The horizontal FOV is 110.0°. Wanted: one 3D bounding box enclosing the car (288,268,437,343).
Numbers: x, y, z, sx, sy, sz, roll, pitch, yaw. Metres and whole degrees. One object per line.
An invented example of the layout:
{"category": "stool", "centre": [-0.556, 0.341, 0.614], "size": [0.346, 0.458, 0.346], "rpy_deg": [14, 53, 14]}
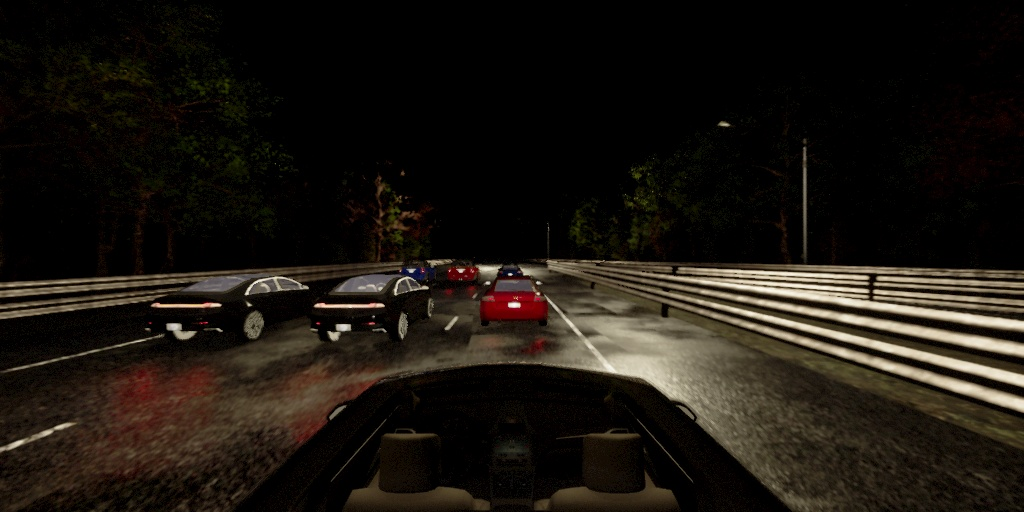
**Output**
{"category": "car", "centre": [-3.437, 1.242, 9.709], "size": [2.128, 1.511, 4.902], "rpy_deg": [0, 0, 0]}

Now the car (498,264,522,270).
{"category": "car", "centre": [-0.158, 1.320, 28.302], "size": [1.994, 1.385, 4.181], "rpy_deg": [0, 0, -1]}

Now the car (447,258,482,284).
{"category": "car", "centre": [-3.644, 1.109, 27.429], "size": [2.097, 1.767, 4.553], "rpy_deg": [0, 0, -1]}

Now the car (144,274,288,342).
{"category": "car", "centre": [-6.936, 1.243, 9.774], "size": [2.128, 1.511, 4.902], "rpy_deg": [0, 0, 0]}

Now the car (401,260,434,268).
{"category": "car", "centre": [-7.145, 1.111, 27.466], "size": [2.097, 1.767, 4.553], "rpy_deg": [0, 0, -1]}

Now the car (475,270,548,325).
{"category": "car", "centre": [0.051, 1.314, 11.806], "size": [1.994, 1.385, 4.181], "rpy_deg": [0, 0, 0]}
